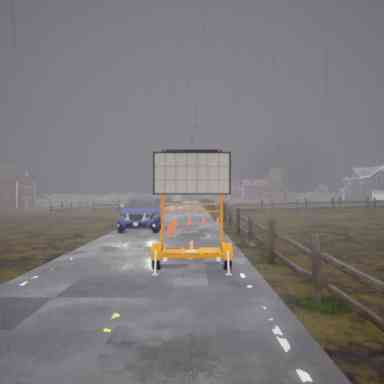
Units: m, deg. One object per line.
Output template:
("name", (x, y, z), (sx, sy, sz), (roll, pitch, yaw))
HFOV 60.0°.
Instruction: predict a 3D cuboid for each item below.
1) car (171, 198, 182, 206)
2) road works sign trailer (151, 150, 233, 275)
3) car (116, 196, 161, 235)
("car", (-2.824, 1.836, 61.861), (1.882, 1.535, 5.008), (0, -1, 0))
("road works sign trailer", (-0.002, 0.481, 10.435), (2.380, 3.560, 2.880), (0, 0, 0))
("car", (-2.855, 1.274, 19.577), (2.150, 2.045, 5.566), (0, 0, 0))
